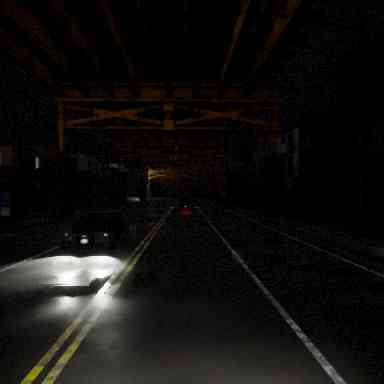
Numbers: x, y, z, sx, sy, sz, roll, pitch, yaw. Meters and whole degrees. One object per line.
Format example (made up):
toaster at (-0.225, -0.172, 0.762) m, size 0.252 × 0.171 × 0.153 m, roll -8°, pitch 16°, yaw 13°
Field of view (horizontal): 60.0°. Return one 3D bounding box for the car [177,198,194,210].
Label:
car at (-0.860, 1.505, 43.495) m, size 1.837 × 1.490 × 4.892 m, roll 0°, pitch 0°, yaw -1°

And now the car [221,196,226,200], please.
car at (10.221, 1.453, 90.080) m, size 4.974 × 1.542 × 2.038 m, roll 0°, pitch 0°, yaw 29°

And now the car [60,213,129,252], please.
car at (-3.866, 1.562, 13.799) m, size 1.994 × 1.385 × 4.181 m, roll 0°, pitch 0°, yaw -1°
